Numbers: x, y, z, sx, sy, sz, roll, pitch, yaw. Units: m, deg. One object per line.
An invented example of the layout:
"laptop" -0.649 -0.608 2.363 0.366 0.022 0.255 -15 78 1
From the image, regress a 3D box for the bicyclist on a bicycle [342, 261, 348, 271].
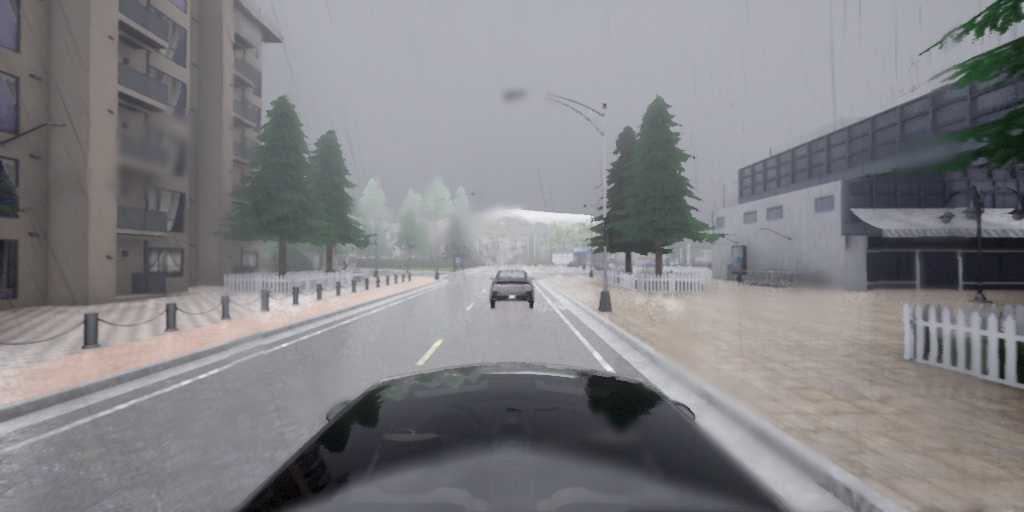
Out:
"bicyclist on a bicycle" -21.779 1.448 46.689 0.582 1.620 1.656 0 0 1

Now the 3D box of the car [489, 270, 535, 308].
"car" 0.005 1.375 16.140 2.128 1.511 4.902 0 0 0
